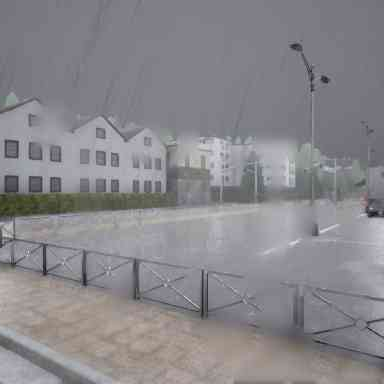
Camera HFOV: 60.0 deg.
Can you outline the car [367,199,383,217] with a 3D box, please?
[{"bbox_3d":[15.439,1.298,26.800,2.007,1.523,4.514,0,0,35],"label":"car"}]
